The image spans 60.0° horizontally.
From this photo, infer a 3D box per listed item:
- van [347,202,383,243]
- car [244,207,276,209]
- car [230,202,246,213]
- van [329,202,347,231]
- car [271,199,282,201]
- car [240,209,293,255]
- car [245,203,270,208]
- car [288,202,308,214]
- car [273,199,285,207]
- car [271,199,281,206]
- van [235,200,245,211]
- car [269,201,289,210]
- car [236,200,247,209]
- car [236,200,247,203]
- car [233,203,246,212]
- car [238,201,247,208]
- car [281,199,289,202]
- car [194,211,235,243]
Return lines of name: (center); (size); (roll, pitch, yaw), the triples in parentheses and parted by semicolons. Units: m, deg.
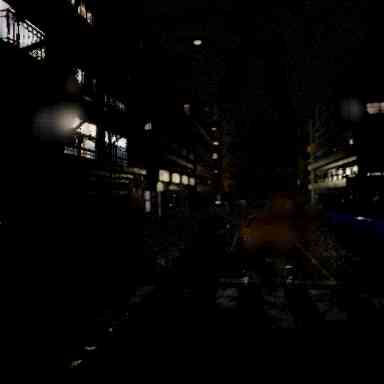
van: (9.390, 1.488, 16.619); (1.690, 1.788, 3.998); (-2, -1, 10)
car: (4.832, 2.005, 23.914); (1.895, 1.301, 4.718); (-2, -1, 10)
car: (6.106, 2.422, 45.676); (1.802, 1.307, 4.206); (-2, -1, 10)
van: (10.374, 1.583, 22.134); (1.690, 1.788, 3.998); (-2, -1, 10)
car: (14.003, 2.412, 57.151); (1.837, 1.490, 4.892); (-2, -1, 10)
car: (3.176, 1.722, 14.659); (1.882, 1.535, 5.008); (-1, -1, 9)
car: (6.611, 2.081, 33.843); (1.837, 1.490, 4.892); (-2, -1, 10)
car: (14.316, 2.205, 44.186); (1.802, 1.307, 4.206); (-2, -1, 10)
car: (20.207, 2.513, 77.278); (2.192, 1.841, 5.009); (-2, -1, 10)
car: (22.174, 2.705, 88.306); (2.192, 1.841, 5.009); (-2, -1, 10)
van: (9.047, 2.468, 62.224); (1.690, 1.788, 3.998); (-2, -1, 10)
car: (12.153, 2.327, 46.741); (1.895, 1.301, 4.718); (-2, -1, 10)
car: (10.991, 2.634, 73.257); (2.192, 1.841, 5.009); (-2, -1, 10)
car: (7.084, 2.375, 51.193); (1.967, 1.590, 4.097); (-2, -1, 10)
car: (8.071, 2.582, 56.704); (2.008, 1.369, 4.403); (-2, -1, 10)
car: (11.966, 2.966, 78.769); (2.008, 1.369, 4.403); (-2, -1, 10)
car: (16.311, 2.343, 55.383); (1.752, 1.417, 4.829); (-2, -1, 10)
car: (1.189, 1.944, 18.103); (1.802, 1.307, 4.206); (-2, -1, 10)
